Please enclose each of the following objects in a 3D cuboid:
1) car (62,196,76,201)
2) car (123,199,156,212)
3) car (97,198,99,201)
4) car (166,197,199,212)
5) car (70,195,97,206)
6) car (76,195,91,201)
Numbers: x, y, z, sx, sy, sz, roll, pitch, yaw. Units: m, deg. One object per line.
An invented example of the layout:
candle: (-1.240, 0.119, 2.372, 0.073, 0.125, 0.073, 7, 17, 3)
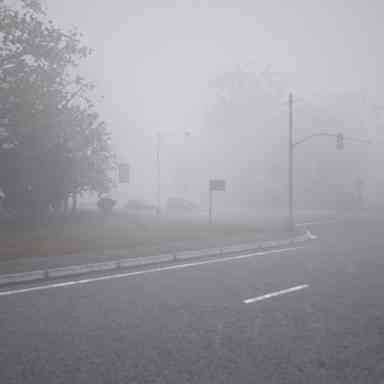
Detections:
car: (-29.928, 1.576, 80.728, 1.895, 1.301, 4.718, 0, 0, -39)
car: (-6.336, 1.534, 39.832, 2.033, 1.411, 5.357, 0, 0, -39)
car: (-14.754, 1.584, 56.126, 1.895, 1.301, 4.718, 0, 0, -39)
car: (-1.151, 1.334, 38.951, 2.097, 1.767, 4.553, 0, 0, -39)
car: (-17.702, 1.556, 54.214, 1.812, 1.442, 4.674, 0, 0, -39)
car: (-26.920, 1.451, 82.571, 1.882, 1.535, 5.008, 0, 0, -39)
